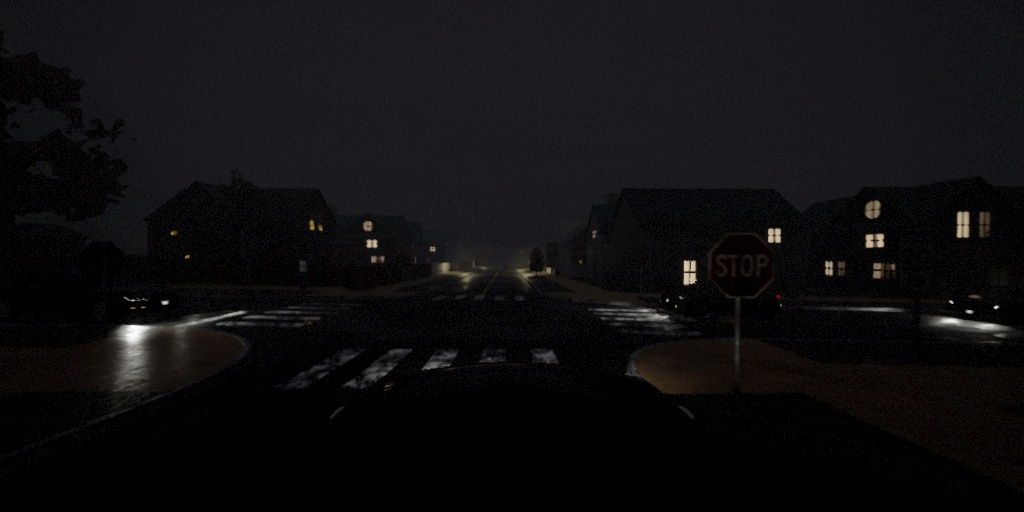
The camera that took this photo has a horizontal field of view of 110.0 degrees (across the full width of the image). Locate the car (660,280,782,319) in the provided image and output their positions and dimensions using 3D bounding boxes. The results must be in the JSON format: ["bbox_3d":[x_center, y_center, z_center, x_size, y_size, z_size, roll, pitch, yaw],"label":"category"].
[{"bbox_3d":[8.193,1.625,14.270,4.181,1.385,1.994,1,1,1],"label":"car"}]

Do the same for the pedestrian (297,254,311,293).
[{"bbox_3d":[-9.927,0.804,17.075,0.375,1.860,0.375,0,-1,0],"label":"pedestrian"}]

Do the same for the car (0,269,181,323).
[{"bbox_3d":[-13.273,1.165,11.215,4.892,1.490,1.837,1,1,0],"label":"car"}]

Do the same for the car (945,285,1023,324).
[{"bbox_3d":[20.770,1.874,14.203,5.357,1.411,2.033,1,1,0],"label":"car"}]
